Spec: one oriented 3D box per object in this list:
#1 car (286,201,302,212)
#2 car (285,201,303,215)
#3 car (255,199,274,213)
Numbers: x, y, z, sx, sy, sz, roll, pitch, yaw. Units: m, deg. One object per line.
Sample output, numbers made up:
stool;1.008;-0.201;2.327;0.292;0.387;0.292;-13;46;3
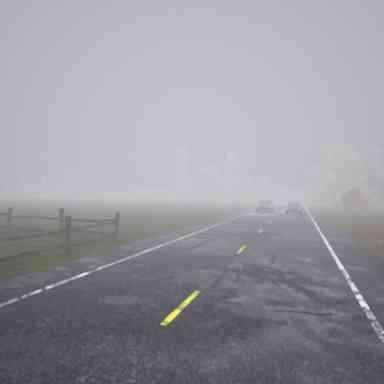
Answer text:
car;14.353;1.973;46.626;1.994;1.385;4.181;0;0;18
car;11.991;1.890;39.099;2.033;1.411;5.357;0;0;18
car;9.258;1.708;42.158;2.097;1.767;4.553;0;0;18
